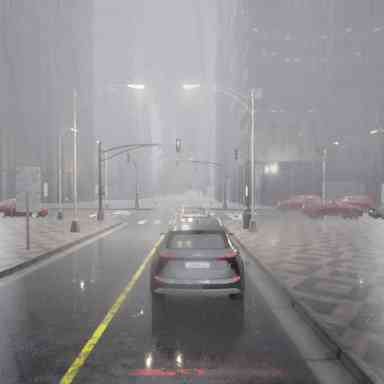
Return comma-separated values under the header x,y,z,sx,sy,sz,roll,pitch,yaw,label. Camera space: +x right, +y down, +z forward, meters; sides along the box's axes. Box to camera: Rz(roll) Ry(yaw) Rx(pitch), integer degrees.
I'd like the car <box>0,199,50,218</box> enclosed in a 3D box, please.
x,y,z,sx,sy,sz,roll,pitch,yaw,label
-14.858,1.566,29.183,4.507,1.381,1.887,0,1,0,car

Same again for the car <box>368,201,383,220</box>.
x,y,z,sx,sy,sz,roll,pitch,yaw,label
17.827,1.741,29.211,4.313,1.339,1.947,0,1,0,car

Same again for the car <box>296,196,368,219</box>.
x,y,z,sx,sy,sz,roll,pitch,yaw,label
12.184,1.462,29.204,5.009,1.841,2.192,0,1,0,car

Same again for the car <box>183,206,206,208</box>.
x,y,z,sx,sy,sz,roll,pitch,yaw,label
0.133,1.506,17.521,1.837,1.490,4.892,0,0,0,car

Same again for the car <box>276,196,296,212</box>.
x,y,z,sx,sy,sz,roll,pitch,yaw,label
12.187,1.324,37.727,5.009,1.841,2.192,0,1,0,car

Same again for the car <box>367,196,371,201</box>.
x,y,z,sx,sy,sz,roll,pitch,yaw,label
17.830,1.352,37.732,5.009,1.841,2.192,0,1,0,car

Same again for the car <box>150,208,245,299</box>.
x,y,z,sx,sy,sz,roll,pitch,yaw,label
0.126,1.428,8.434,2.033,1.649,4.856,0,0,1,car

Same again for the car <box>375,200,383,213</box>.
x,y,z,sx,sy,sz,roll,pitch,yaw,label
23.472,1.633,37.740,4.313,1.339,1.947,0,1,0,car
